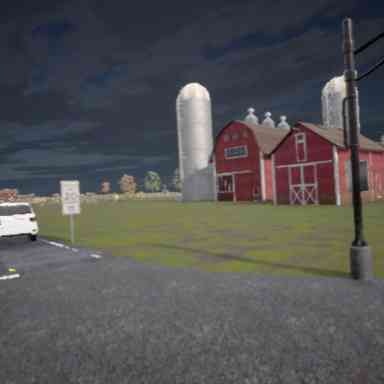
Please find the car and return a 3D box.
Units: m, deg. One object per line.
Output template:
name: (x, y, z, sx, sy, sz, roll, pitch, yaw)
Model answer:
car: (-10.091, 1.625, 18.066, 2.150, 2.045, 5.566, -3, 0, -39)
